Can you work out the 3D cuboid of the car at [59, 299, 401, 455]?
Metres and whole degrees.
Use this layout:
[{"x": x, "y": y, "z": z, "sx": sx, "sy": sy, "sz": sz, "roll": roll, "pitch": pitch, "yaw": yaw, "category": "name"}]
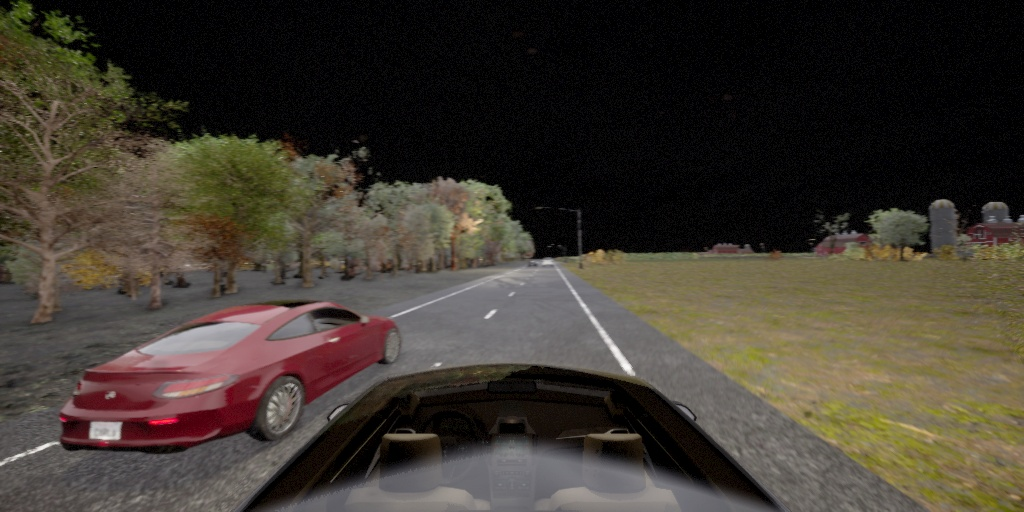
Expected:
[{"x": -3.350, "y": 1.384, "z": 5.451, "sx": 1.812, "sy": 1.442, "sz": 4.674, "roll": -1, "pitch": 0, "yaw": 6, "category": "car"}]
